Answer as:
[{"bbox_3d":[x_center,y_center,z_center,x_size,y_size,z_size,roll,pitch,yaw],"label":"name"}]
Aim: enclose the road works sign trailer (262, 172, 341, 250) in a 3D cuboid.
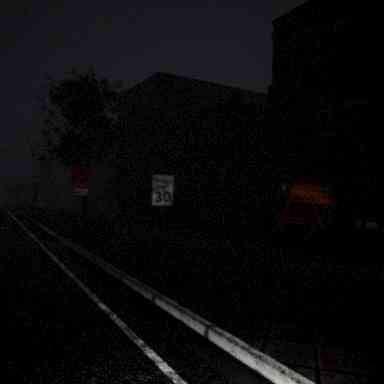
[{"bbox_3d":[4.977,1.452,15.315,2.380,3.560,2.880,6,42,-9],"label":"road works sign trailer"}]
